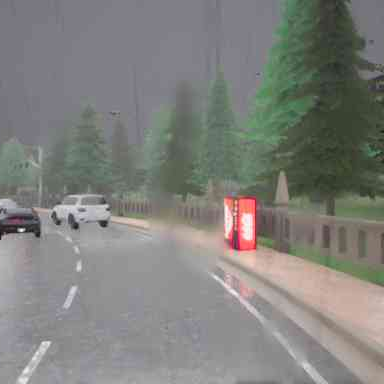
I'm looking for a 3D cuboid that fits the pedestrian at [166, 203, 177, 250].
[{"bbox_3d":[-0.763,1.280,12.954,0.375,1.860,0.375,0,0,-21],"label":"pedestrian"}]

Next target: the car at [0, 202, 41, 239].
[{"bbox_3d":[-9.123,1.486,17.328,1.837,1.490,4.892,1,0,-32],"label":"car"}]

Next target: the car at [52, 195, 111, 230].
[{"bbox_3d":[-7.251,1.199,21.532,2.150,2.045,5.566,0,0,-39],"label":"car"}]

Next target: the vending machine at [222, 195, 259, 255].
[{"bbox_3d":[1.783,1.182,12.298,1.100,2.100,0.880,0,0,-19],"label":"vending machine"}]

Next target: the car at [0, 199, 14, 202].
[{"bbox_3d":[-19.916,1.488,35.451,1.812,1.442,4.674,0,0,-42],"label":"car"}]
